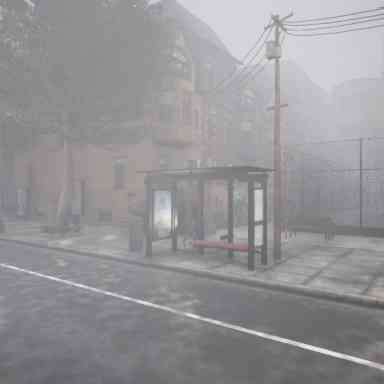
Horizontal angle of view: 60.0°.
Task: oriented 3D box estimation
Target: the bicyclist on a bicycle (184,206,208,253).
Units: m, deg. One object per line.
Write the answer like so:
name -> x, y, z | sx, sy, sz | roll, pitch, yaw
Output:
bicyclist on a bicycle -> 0.192, 1.337, 11.934 | 0.582, 1.620, 1.656 | -4, -5, 35
